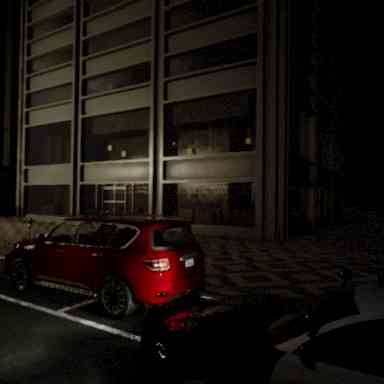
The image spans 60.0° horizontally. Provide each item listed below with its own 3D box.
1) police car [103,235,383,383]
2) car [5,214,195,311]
[{"bbox_3d":[1.823,1.508,2.945,5.238,1.638,1.930,0,-1,32],"label":"police car"},{"bbox_3d":[-2.082,1.422,7.578,5.009,1.841,2.192,0,-1,32],"label":"car"}]
